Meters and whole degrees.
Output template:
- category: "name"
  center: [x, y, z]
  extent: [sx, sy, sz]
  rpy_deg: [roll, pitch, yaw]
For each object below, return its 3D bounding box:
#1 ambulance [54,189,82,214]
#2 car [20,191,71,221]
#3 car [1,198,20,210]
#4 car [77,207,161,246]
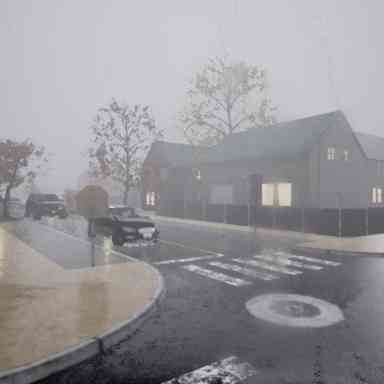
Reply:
- category: "ambulance"
  center: [-11.354, 0.965, 30.746]
  extent: [2.351, 2.431, 6.366]
  rpy_deg: [1, 0, -37]
- category: "car"
  center: [-11.765, 1.130, 26.534]
  extent: [2.150, 2.045, 5.566]
  rpy_deg: [1, -1, -37]
- category: "car"
  center: [-20.946, 1.386, 38.901]
  extent: [1.812, 1.442, 4.674]
  rpy_deg: [1, -1, -36]
- category: "car"
  center: [-3.209, 1.443, 15.071]
  extent: [2.128, 1.511, 4.902]
  rpy_deg: [1, 0, -37]
